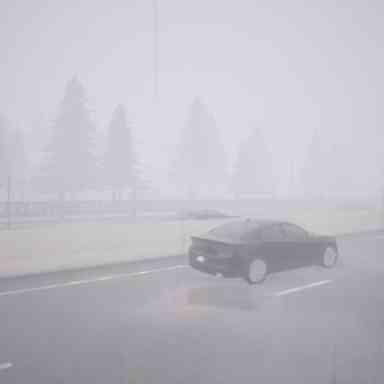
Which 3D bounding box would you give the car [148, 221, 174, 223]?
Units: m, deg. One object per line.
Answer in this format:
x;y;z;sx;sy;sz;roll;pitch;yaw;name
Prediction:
0.189;1.583;17.033;5.357;1.411;2.033;0;0;-36;car

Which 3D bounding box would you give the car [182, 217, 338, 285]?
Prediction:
2.224;1.504;9.636;5.008;1.535;1.882;0;0;-36;car
